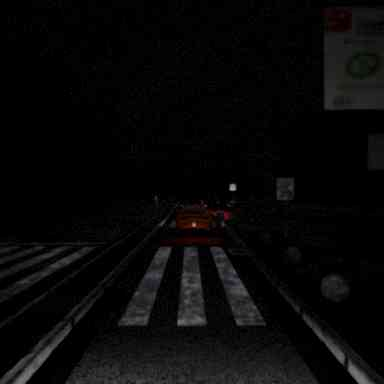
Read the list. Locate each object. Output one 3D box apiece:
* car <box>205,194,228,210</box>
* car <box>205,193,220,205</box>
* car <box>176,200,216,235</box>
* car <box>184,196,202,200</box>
[{"bbox_3d":[2.921,1.102,38.607,2.097,1.767,4.553,0,2,0],"label":"car"},{"bbox_3d":[2.936,0.956,47.902,1.882,1.535,5.008,0,2,0],"label":"car"},{"bbox_3d":[0.098,1.458,18.898,1.882,1.535,5.008,0,0,0],"label":"car"},{"bbox_3d":[0.096,1.204,40.347,1.837,1.490,4.892,0,2,0],"label":"car"}]
